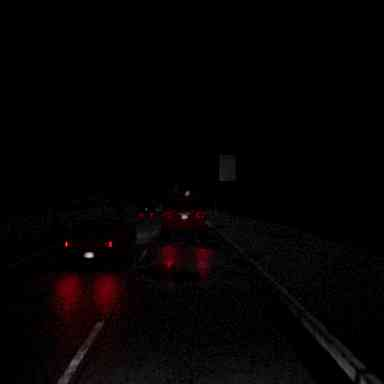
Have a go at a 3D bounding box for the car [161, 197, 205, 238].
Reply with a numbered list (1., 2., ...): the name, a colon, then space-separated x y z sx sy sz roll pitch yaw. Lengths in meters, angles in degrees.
1. car: -0.521 1.285 18.426 2.150 2.045 5.566 0 0 -3

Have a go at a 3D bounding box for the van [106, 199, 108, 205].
1. van: -24.482 2.429 84.327 4.442 1.987 1.878 0 -2 -26

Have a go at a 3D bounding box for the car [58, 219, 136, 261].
1. car: -3.218 1.633 12.338 1.895 1.301 4.718 0 0 -2

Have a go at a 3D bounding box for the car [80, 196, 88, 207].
1. car: -21.434 1.869 57.738 5.366 1.575 1.946 0 -1 -26

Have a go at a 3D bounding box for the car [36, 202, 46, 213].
1. car: -19.283 1.584 36.955 5.008 1.535 2.097 0 -1 -26

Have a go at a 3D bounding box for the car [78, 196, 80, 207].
1. car: -21.297 1.688 54.682 4.553 1.767 2.185 0 -1 -26

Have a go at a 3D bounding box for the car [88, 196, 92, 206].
1. car: -22.263 2.047 63.561 4.674 1.452 2.002 0 -2 -26

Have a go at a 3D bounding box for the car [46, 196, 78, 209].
1. car: -20.927 1.760 51.735 5.008 1.535 2.097 0 -1 -26

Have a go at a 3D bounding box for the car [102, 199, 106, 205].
1. car: -24.414 2.548 81.218 5.366 1.575 1.946 0 -2 -26

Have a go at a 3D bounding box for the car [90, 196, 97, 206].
1. car: -22.570 1.834 66.544 5.566 2.045 2.435 0 -2 -26

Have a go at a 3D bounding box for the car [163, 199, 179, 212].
1. car: -2.777 1.710 42.899 1.882 1.535 5.008 0 -1 -6

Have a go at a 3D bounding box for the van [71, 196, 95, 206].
1. van: -22.823 1.942 69.536 4.442 1.987 1.878 0 -2 -26

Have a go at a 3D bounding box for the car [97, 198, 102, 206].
1. car: -23.280 2.004 72.425 5.566 2.045 2.435 0 -2 -26

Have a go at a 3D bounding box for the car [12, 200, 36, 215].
1. car: -18.957 1.567 34.011 5.008 1.535 2.097 0 -1 -26

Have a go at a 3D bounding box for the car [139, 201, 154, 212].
1. car: -5.724 1.810 42.294 1.895 1.301 4.718 0 -1 -6

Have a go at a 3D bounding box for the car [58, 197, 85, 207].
1. car: -21.958 1.812 60.596 4.553 1.767 2.185 0 -1 -26

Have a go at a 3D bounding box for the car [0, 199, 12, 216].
1. car: -18.326 1.541 28.131 4.892 1.521 2.231 0 0 -25
